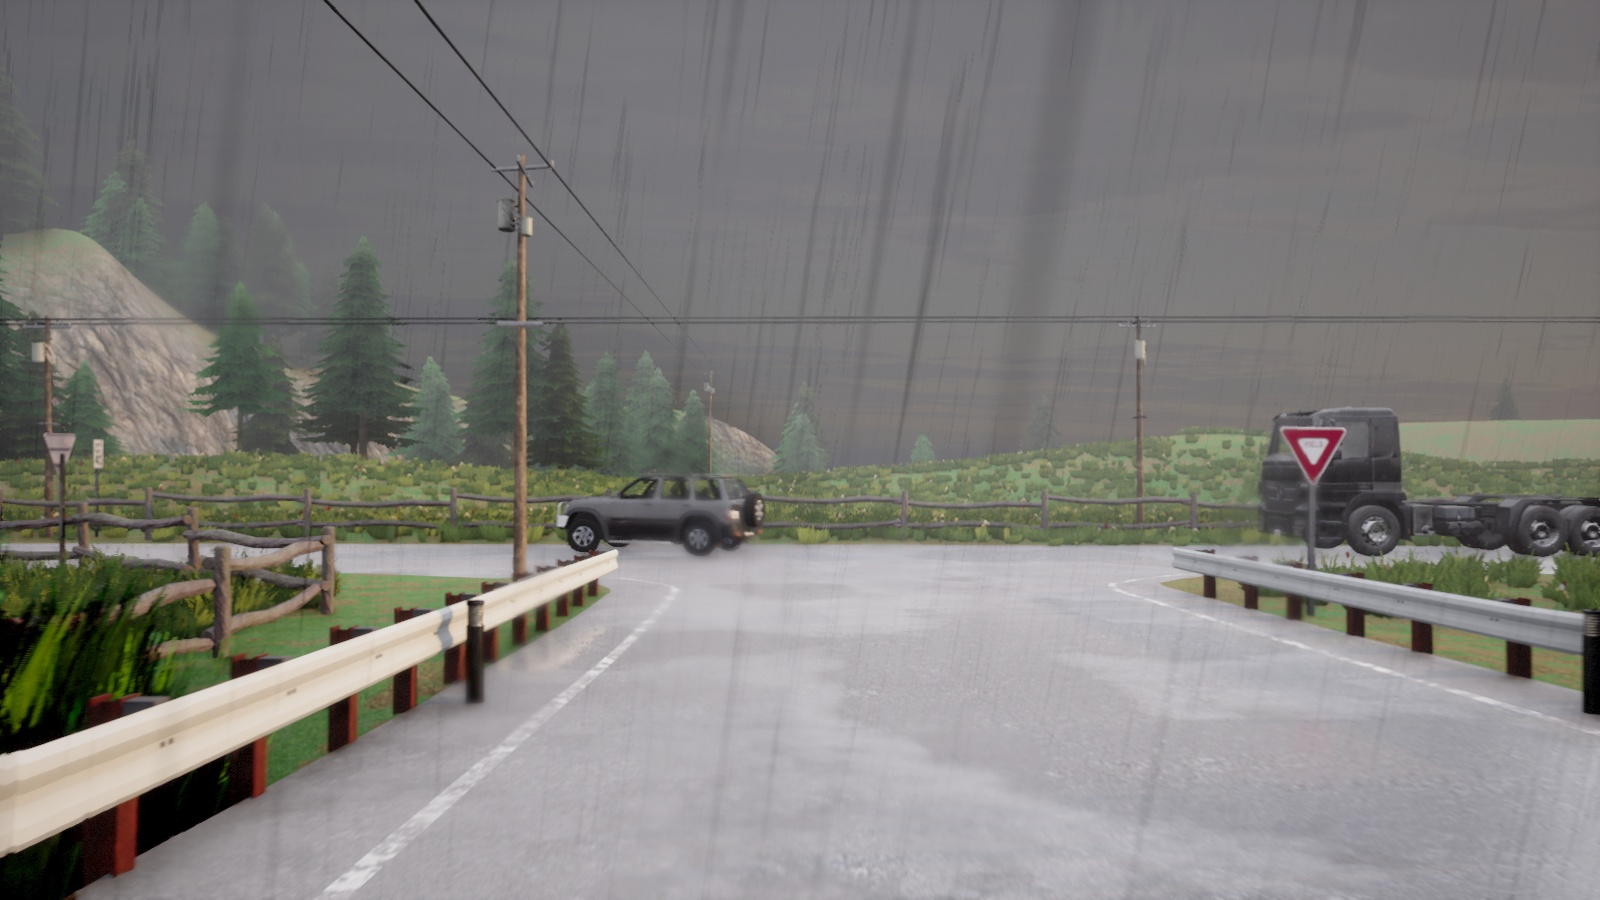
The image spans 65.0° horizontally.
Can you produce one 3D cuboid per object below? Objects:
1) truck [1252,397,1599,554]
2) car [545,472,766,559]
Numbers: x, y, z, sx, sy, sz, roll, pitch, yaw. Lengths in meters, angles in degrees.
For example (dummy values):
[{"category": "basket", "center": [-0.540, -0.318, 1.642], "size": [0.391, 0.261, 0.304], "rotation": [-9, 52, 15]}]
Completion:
[{"category": "truck", "center": [15.127, 0.565, 29.514], "size": [7.936, 3.462, 2.891], "rotation": [0, 0, -2]}, {"category": "car", "center": [-3.260, 1.436, 28.552], "size": [4.605, 1.855, 1.932], "rotation": [0, -1, 19]}]
